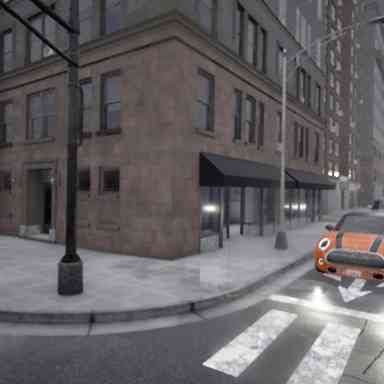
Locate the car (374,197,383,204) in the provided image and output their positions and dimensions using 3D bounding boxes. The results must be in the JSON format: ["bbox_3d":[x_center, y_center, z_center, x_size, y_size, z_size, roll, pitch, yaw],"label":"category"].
[{"bbox_3d":[11.274,1.341,18.661,2.150,2.045,5.566,1,0,35],"label":"car"}]

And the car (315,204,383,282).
[{"bbox_3d":[5.242,1.410,9.975,2.097,1.767,4.553,1,0,34],"label":"car"}]
